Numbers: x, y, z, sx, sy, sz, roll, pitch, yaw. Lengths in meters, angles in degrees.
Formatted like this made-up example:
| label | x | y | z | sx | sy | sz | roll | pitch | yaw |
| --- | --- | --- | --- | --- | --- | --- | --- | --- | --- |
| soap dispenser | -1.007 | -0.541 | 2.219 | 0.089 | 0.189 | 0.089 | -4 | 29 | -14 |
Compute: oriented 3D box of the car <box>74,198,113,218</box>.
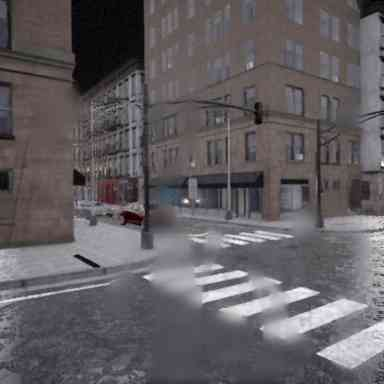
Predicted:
| label | x | y | z | sx | sy | sz | roll | pitch | yaw |
| --- | --- | --- | --- | --- | --- | --- | --- | --- | --- |
| car | -8.240 | 1.457 | 28.236 | 1.895 | 1.301 | 4.718 | -1 | 1 | -35 |

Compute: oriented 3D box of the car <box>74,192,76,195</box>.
| label | x | y | z | sx | sy | sz | roll | pitch | yaw |
| --- | --- | --- | --- | --- | --- | --- | --- | --- | --- |
| car | -17.709 | 0.940 | 46.658 | 2.150 | 2.045 | 5.566 | -1 | 1 | -34 |

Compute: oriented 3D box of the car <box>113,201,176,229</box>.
| label | x | y | z | sx | sy | sz | roll | pitch | yaw |
| --- | --- | --- | --- | --- | --- | --- | --- | --- | --- |
| car | -2.873 | 1.375 | 20.631 | 1.882 | 1.535 | 5.008 | -1 | 1 | -35 |

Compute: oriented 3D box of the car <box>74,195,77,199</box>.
| label | x | y | z | sx | sy | sz | roll | pitch | yaw |
| --- | --- | --- | --- | --- | --- | --- | --- | --- | --- |
| car | -13.973 | 1.336 | 36.371 | 1.812 | 1.442 | 4.674 | -1 | 1 | -35 |
